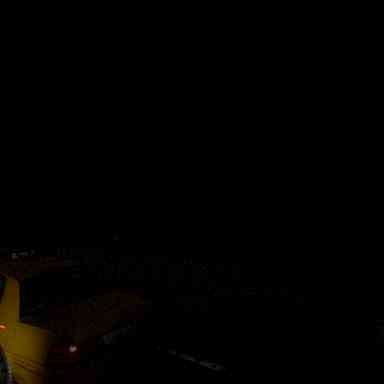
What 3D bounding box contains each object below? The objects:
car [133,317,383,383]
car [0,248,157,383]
[{"bbox_3d":[2.021,1.550,1.649,4.403,1.369,2.008,0,1,35],"label":"car"},{"bbox_3d":[-2.665,1.532,4.990,4.829,1.417,1.752,0,1,35],"label":"car"}]
